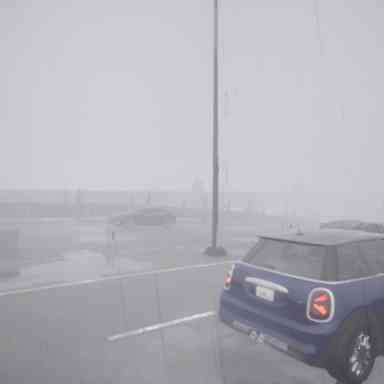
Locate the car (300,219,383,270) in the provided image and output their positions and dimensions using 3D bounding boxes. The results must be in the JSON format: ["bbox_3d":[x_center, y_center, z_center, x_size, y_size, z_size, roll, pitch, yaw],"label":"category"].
[{"bbox_3d":[6.425,1.830,12.627,4.892,1.490,1.837,4,-2,-35],"label":"car"}]

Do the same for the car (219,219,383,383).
[{"bbox_3d":[2.701,1.416,5.671,4.553,1.767,2.097,2,-1,-35],"label":"car"}]

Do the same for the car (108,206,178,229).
[{"bbox_3d":[-3.325,1.745,23.071,4.892,1.490,1.837,4,-2,-35],"label":"car"}]

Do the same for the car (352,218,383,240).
[{"bbox_3d":[15.816,3.258,28.055,5.008,1.535,1.882,9,-5,-35],"label":"car"}]

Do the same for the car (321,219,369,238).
[{"bbox_3d":[14.498,3.489,31.403,4.718,1.301,1.895,9,-5,-35],"label":"car"}]
